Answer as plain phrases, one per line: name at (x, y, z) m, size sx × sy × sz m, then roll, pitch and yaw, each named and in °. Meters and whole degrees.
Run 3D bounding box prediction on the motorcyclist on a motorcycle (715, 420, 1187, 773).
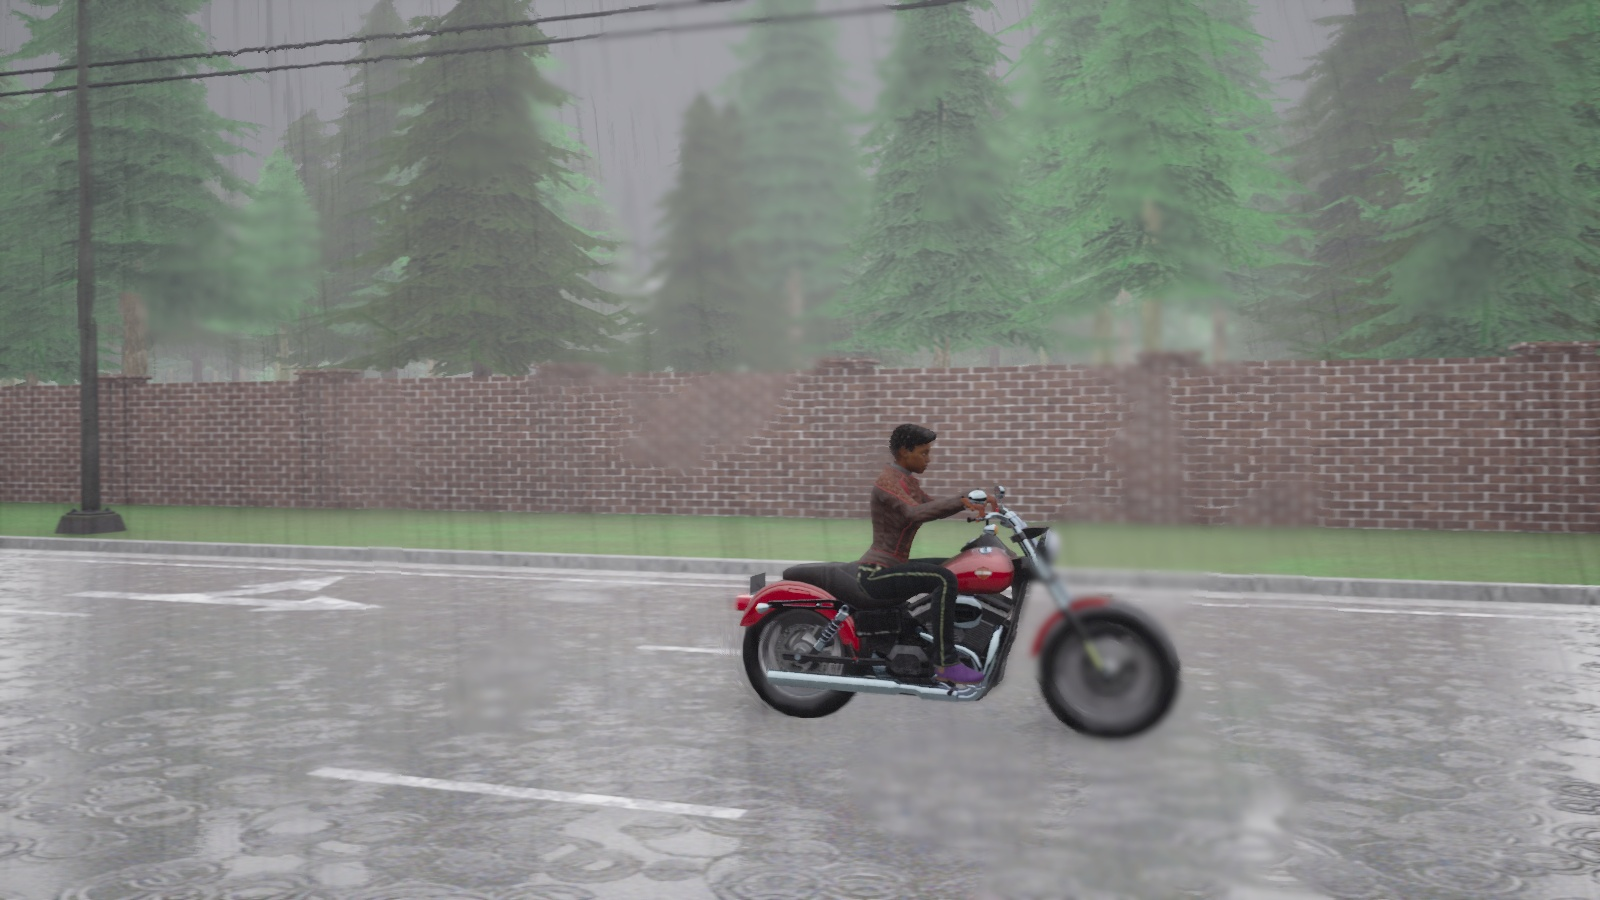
motorcyclist on a motorcycle at (0.789, 0.674, 6.619) m, size 2.350 × 1.649 × 0.766 m, roll 1°, pitch 1°, yaw 19°
